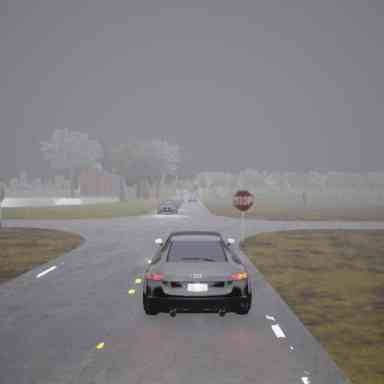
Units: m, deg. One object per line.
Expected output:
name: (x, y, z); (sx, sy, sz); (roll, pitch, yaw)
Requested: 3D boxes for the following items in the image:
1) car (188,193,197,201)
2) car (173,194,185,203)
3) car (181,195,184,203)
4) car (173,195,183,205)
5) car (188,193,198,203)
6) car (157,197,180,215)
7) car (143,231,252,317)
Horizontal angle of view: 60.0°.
car: (0.179, 1.108, 79.690); (2.097, 1.767, 4.553); (0, 0, 0)
car: (-2.600, 1.298, 66.647); (2.097, 1.767, 4.553); (0, 0, 0)
car: (-2.651, 1.438, 56.289); (1.882, 1.535, 5.008); (0, 0, 0)
car: (-2.717, 1.538, 45.145); (1.994, 1.385, 4.181); (0, 0, 1)
car: (0.157, 1.484, 69.679); (1.994, 1.385, 4.181); (0, 0, 0)
car: (-2.496, 1.550, 34.162); (1.994, 1.385, 4.181); (0, 0, -3)
car: (0.075, 1.564, 7.561); (1.994, 1.385, 4.181); (0, 0, -1)
